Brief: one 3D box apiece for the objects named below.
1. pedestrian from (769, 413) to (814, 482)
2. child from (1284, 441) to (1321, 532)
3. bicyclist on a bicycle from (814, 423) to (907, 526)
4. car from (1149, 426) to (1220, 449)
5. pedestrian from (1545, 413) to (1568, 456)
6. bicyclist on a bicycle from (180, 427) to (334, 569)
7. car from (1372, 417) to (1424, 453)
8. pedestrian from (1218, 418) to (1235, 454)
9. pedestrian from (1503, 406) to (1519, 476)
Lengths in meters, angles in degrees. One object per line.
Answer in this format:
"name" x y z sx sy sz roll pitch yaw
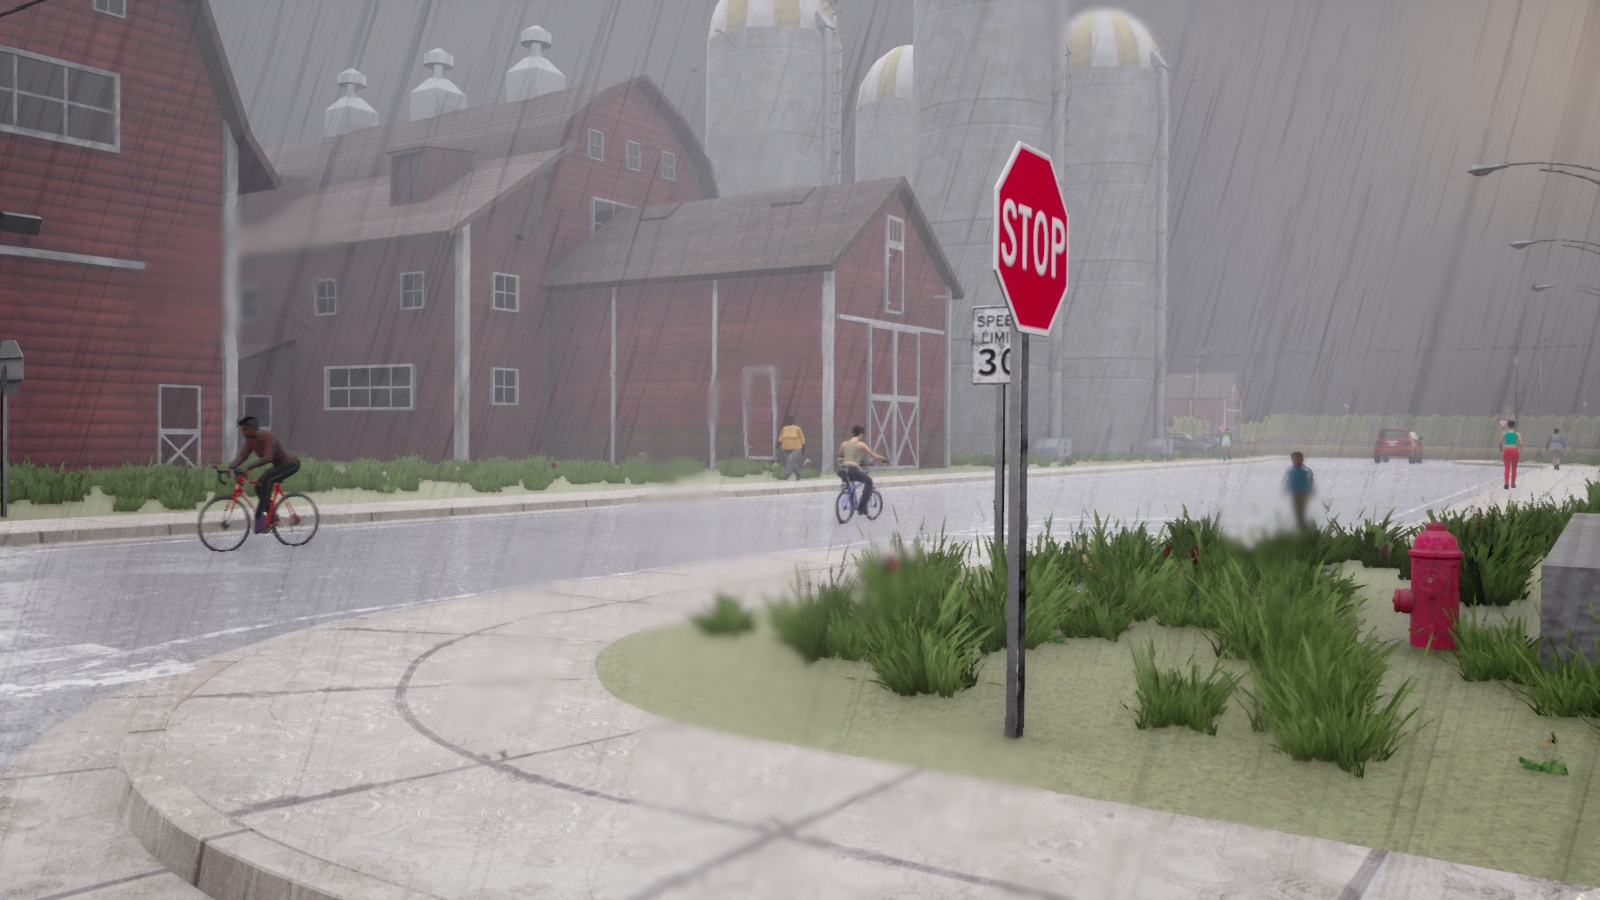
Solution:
"pedestrian" -0.228 -0.078 34.166 0.874 1.855 0.900 0 1 32
"child" 6.710 0.477 16.756 0.343 1.192 0.448 0 1 38
"bicyclist on a bicycle" 1.008 0.377 20.616 0.866 1.612 1.509 0 1 33
"car" 28.523 -0.956 93.230 4.611 1.667 2.242 0 1 33
"pedestrian" 32.897 -0.657 54.625 0.874 1.855 0.900 0 1 30
"bicyclist on a bicycle" -6.567 0.535 15.264 0.582 1.620 1.656 0 1 33
"car" 35.622 -0.893 74.757 2.150 2.045 5.566 0 1 32
"pedestrian" 23.784 -0.784 69.962 0.659 1.952 0.873 0 1 36
"pedestrian" 18.961 -0.242 33.484 0.345 1.836 0.594 0 1 33
